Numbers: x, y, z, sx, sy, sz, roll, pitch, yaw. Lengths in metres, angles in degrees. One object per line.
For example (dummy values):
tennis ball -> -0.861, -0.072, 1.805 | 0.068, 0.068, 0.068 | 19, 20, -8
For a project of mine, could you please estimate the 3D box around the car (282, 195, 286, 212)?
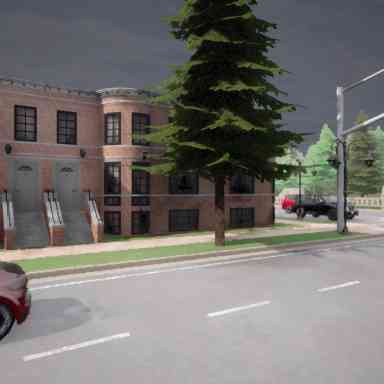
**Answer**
car -> 11.598, 1.221, 33.556 | 2.150, 2.045, 5.566 | 0, 0, -30

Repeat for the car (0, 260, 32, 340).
car -> -4.641, 1.564, 4.807 | 4.181, 1.385, 1.994 | 0, 0, -36

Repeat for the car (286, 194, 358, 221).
car -> 10.933, 1.221, 27.782 | 2.150, 2.045, 5.566 | 0, 0, -28

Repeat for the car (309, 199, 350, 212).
car -> 16.327, 1.564, 39.722 | 1.994, 1.385, 4.181 | 0, 0, -30
